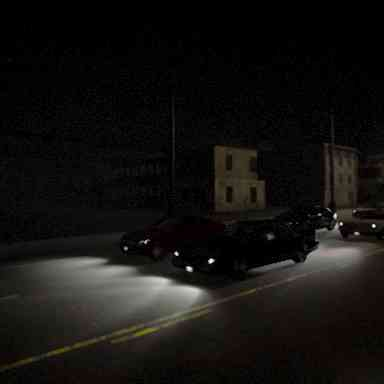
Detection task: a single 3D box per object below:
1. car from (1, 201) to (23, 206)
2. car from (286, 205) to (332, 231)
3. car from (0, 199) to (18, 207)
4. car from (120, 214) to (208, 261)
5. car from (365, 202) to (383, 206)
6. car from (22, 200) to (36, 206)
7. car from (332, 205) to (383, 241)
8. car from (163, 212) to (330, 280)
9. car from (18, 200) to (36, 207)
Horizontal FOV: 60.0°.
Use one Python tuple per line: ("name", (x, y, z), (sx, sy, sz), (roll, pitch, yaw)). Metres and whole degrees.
("car", (-41.596, 2.621, 76.832), (4.536, 1.218, 1.853), (-1, -1, 19))
("car", (6.424, 1.514, 18.881), (4.892, 1.490, 1.837), (-1, 0, -41))
("car", (-41.546, 2.778, 76.813), (4.974, 1.542, 2.038), (-1, -1, 19))
("car", (-0.507, 1.629, 12.904), (4.674, 1.442, 1.812), (-1, 0, -41))
("car", (14.178, 1.473, 25.535), (4.718, 1.301, 1.895), (-1, 0, -40))
("car", (-37.848, 2.604, 77.275), (1.853, 1.218, 4.536), (0, -1, -11))
("car", (9.192, 1.553, 16.649), (4.718, 1.301, 1.895), (-1, 0, -41))
("car", (1.942, 1.597, 10.418), (5.357, 1.411, 2.033), (-1, 0, -41))
("car", (-37.837, 2.761, 77.221), (2.038, 1.542, 4.974), (0, -1, -11))
